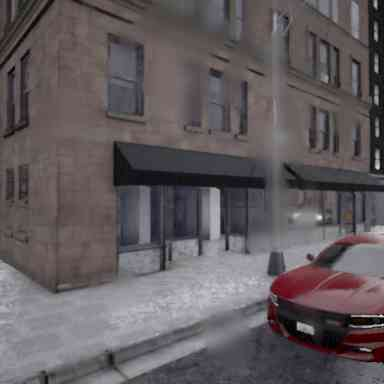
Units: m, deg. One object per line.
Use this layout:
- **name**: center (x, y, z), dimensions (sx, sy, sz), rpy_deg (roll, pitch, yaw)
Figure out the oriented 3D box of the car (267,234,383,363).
- **car**: center (3.381, 1.554, 6.069), dimensions (5.008, 1.535, 1.882), rpy_deg (0, -1, -41)
